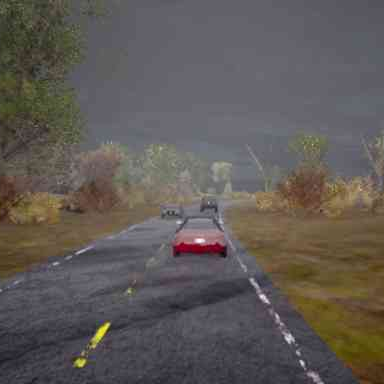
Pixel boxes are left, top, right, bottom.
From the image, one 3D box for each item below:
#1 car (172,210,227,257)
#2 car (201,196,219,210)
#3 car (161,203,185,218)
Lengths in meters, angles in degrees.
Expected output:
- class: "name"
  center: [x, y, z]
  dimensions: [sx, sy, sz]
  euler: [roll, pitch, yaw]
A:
- class: "car"
  center: [0.333, 1.656, 13.445]
  dimensions: [1.994, 1.385, 4.181]
  euler: [0, 0, 2]
- class: "car"
  center: [2.353, 1.531, 43.869]
  dimensions: [2.150, 2.045, 5.566]
  euler: [0, 0, 6]
- class: "car"
  center: [-1.791, 1.781, 32.326]
  dimensions: [1.994, 1.385, 4.181]
  euler: [0, 0, 5]
